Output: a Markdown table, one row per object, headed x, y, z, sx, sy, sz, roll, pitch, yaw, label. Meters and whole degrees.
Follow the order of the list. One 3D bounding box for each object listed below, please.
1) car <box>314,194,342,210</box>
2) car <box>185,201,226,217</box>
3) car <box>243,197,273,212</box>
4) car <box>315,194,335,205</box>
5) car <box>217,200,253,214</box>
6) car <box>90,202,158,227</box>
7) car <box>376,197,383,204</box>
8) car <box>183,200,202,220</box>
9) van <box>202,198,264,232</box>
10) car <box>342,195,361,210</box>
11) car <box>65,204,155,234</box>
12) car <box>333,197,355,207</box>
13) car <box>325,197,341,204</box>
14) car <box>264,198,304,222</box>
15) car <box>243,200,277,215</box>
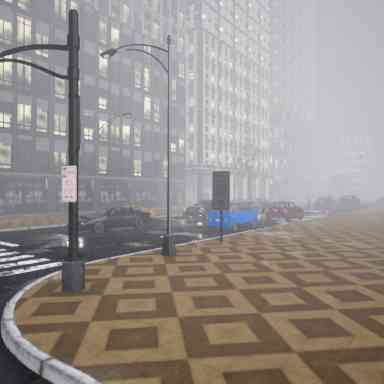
| x | y | z | sx | sy | sz | roll | pitch | yaw | label |
| --- | --- | --- | --- | --- | --- | --- | --- | --- | --- |
| 17.940 | 1.400 | 44.430 | 2.097 | 1.767 | 4.553 | 0 | 0 | 38 | car |
| 1.316 | 1.603 | 31.700 | 1.802 | 1.307 | 4.206 | 0 | 0 | 38 | car |
| 8.101 | 1.471 | 40.520 | 1.967 | 1.590 | 4.097 | 0 | 0 | 38 | car |
| 25.063 | 1.380 | 62.569 | 2.192 | 1.841 | 5.009 | 0 | 0 | 38 | car |
| 4.708 | 1.570 | 36.110 | 1.887 | 1.381 | 4.507 | 0 | 0 | 38 | car |
| -4.790 | 1.540 | 23.975 | 1.752 | 1.417 | 4.829 | 0 | 0 | 38 | car |
| 38.092 | 1.657 | 66.582 | 1.947 | 1.339 | 4.313 | 0 | 0 | 38 | car |
| 1.253 | 1.375 | 27.567 | 2.097 | 1.767 | 4.553 | 0 | 0 | 38 | car |
| 2.601 | 1.368 | 20.264 | 1.690 | 1.788 | 3.998 | 0 | 0 | 38 | van |
| 21.131 | 1.368 | 44.534 | 2.192 | 1.841 | 5.009 | 0 | 0 | 38 | car |
| -4.723 | 1.563 | 19.806 | 2.033 | 1.411 | 5.357 | 0 | 0 | 38 | car |
| 23.991 | 1.551 | 52.291 | 2.128 | 1.511 | 4.902 | 0 | 0 | 37 | car |
| 28.455 | 1.624 | 66.978 | 2.008 | 1.369 | 4.403 | 0 | 0 | 38 | car |
| 7.561 | 1.472 | 26.894 | 1.967 | 1.590 | 4.097 | 0 | 0 | 38 | car |
| 7.303 | 1.594 | 35.417 | 1.994 | 1.385 | 4.181 | 0 | 0 | 38 | car |
